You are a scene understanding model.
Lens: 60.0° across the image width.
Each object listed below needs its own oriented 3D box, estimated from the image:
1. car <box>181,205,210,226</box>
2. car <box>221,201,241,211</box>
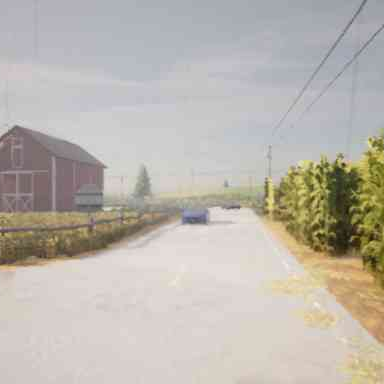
[{"bbox_3d":[0.381,1.812,26.599,1.882,1.535,5.008,-1,0,8],"label":"car"},{"bbox_3d":[5.952,2.061,51.266,2.033,1.411,5.357,0,-1,-11],"label":"car"}]
